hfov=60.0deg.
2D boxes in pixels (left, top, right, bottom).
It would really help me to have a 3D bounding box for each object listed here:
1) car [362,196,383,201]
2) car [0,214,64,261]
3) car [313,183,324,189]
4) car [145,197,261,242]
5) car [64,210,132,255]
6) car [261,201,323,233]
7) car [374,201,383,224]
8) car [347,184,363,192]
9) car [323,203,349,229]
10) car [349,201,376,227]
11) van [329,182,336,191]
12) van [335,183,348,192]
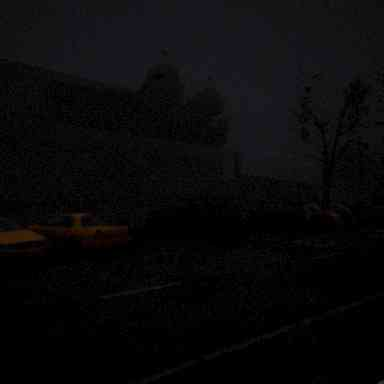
[{"bbox_3d":[14.877,1.369,27.170,5.566,2.045,2.435,-1,-1,35],"label":"car"},{"bbox_3d":[-6.935,1.487,11.377,5.366,1.575,1.946,-1,-1,35],"label":"car"},{"bbox_3d":[32.629,-1.411,83.435,1.946,1.575,5.366,7,3,35],"label":"car"},{"bbox_3d":[0.211,1.262,16.717,5.566,2.045,2.435,-1,-1,35],"label":"car"},{"bbox_3d":[-4.802,1.497,13.323,5.366,1.575,1.946,-1,-1,35],"label":"car"},{"bbox_3d":[5.151,1.414,20.168,4.553,1.767,2.185,-1,-1,35],"label":"car"},{"bbox_3d":[12.431,1.627,25.424,4.792,1.488,2.163,-1,-1,35],"label":"car"},{"bbox_3d":[37.688,-0.592,75.867,2.231,1.521,4.892,7,3,35],"label":"car"},{"bbox_3d":[7.546,1.432,21.952,4.553,1.767,2.185,-1,-1,34],"label":"car"},{"bbox_3d":[10.012,1.578,23.678,4.892,1.521,2.231,-1,-1,35],"label":"car"},{"bbox_3d":[34.203,-1.365,80.704,1.878,1.987,4.442,7,3,35],"label":"van"},{"bbox_3d":[35.931,-1.091,78.231,1.878,1.987,4.442,7,3,35],"label":"van"}]
